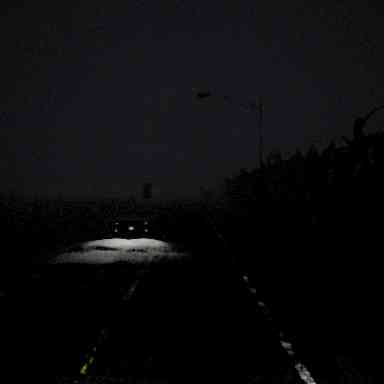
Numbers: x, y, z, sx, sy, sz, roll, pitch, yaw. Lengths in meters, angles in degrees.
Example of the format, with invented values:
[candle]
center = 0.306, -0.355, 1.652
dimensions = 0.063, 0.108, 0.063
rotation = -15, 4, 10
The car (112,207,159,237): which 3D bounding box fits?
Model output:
[car]
center = -2.843, 1.489, 17.519
dimensions = 1.994, 1.385, 4.181
rotation = 0, 0, 0
